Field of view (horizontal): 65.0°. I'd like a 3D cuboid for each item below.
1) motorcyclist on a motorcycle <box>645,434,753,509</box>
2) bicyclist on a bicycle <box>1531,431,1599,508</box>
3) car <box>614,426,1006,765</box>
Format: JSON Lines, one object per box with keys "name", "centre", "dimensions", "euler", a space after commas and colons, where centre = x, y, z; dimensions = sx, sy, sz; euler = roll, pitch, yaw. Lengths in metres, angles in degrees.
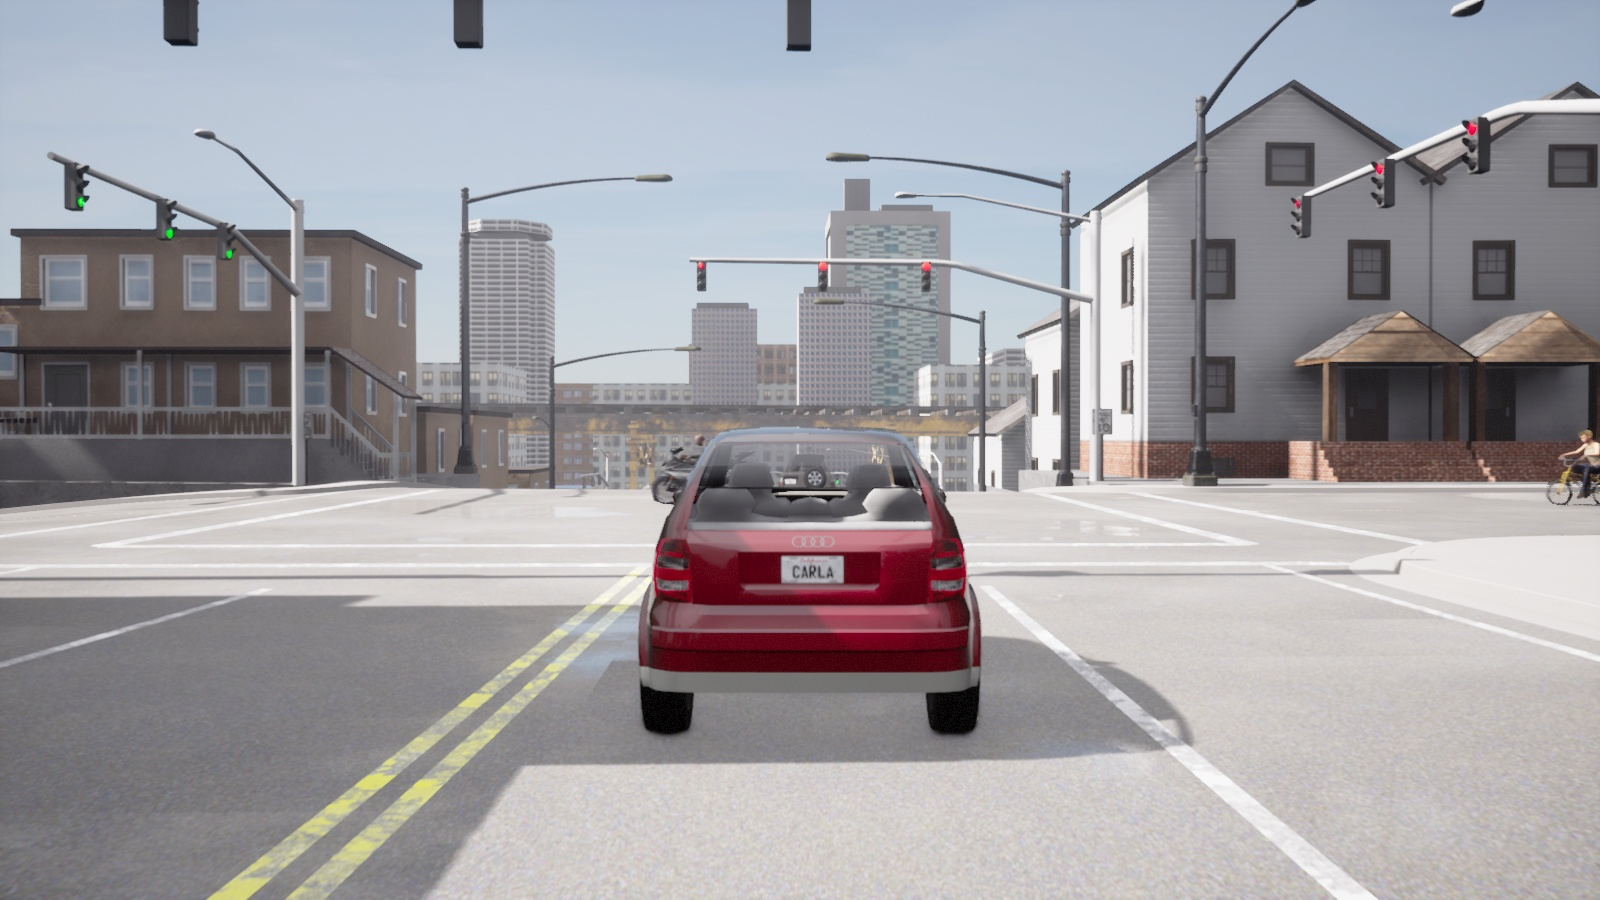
{"name": "motorcyclist on a motorcycle", "centre": [-2.110, 0.437, 26.455], "dimensions": [2.191, 1.530, 0.866], "euler": [0, 1, 0]}
{"name": "bicyclist on a bicycle", "centre": [16.509, 0.407, 26.606], "dimensions": [1.509, 1.612, 0.866], "euler": [0, 1, 0]}
{"name": "car", "centre": [0.057, 0.642, 7.580], "dimensions": [1.789, 1.549, 3.705], "euler": [0, 1, 0]}
